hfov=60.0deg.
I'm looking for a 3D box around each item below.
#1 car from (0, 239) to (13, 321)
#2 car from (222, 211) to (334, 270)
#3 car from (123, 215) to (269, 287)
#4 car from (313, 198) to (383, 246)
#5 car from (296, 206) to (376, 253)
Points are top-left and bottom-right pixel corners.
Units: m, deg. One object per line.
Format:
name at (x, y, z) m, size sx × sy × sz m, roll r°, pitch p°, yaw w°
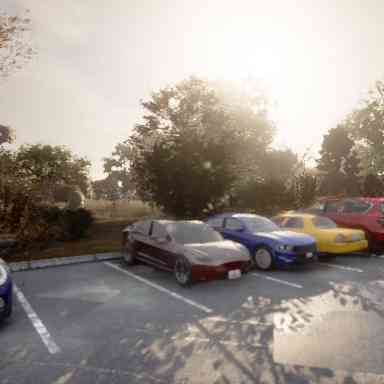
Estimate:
car at (-4.956, 1.354, 6.563) m, size 2.185 × 1.767 × 4.553 m, roll 0°, pitch 0°, yaw -36°
car at (1.858, 1.497, 11.397) m, size 2.097 × 1.535 × 5.008 m, roll 0°, pitch 0°, yaw -36°
car at (-0.389, 1.521, 9.749) m, size 2.163 × 1.488 × 4.792 m, roll 0°, pitch 0°, yaw -36°
car at (8.678, 1.387, 16.222) m, size 2.185 × 1.767 × 4.553 m, roll 0°, pitch 0°, yaw -36°
car at (3.918, 1.499, 13.089) m, size 1.946 × 1.575 × 5.366 m, roll 0°, pitch 0°, yaw -36°
